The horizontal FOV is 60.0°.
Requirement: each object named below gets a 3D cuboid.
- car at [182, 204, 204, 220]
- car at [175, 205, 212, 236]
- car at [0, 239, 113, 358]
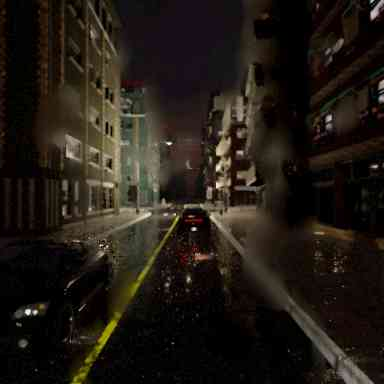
[{"bbox_3d":[0.102,1.852,31.599,1.895,1.301,4.718,0,0,0],"label":"car"},{"bbox_3d":[0.102,1.654,19.362,1.837,1.490,4.892,0,0,0],"label":"car"},{"bbox_3d":[-2.842,1.610,6.179,1.994,1.385,4.181,0,0,0],"label":"car"}]
